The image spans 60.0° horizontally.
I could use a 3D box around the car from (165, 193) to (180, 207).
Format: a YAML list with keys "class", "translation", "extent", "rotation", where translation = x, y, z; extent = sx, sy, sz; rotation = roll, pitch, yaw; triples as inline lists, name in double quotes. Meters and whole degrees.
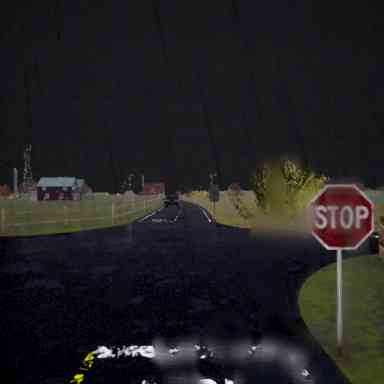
- class: "car"
  translation: [-2.999, 1.255, 51.526]
  extent: [2.150, 2.045, 5.566]
  rotation: [0, 0, -2]
